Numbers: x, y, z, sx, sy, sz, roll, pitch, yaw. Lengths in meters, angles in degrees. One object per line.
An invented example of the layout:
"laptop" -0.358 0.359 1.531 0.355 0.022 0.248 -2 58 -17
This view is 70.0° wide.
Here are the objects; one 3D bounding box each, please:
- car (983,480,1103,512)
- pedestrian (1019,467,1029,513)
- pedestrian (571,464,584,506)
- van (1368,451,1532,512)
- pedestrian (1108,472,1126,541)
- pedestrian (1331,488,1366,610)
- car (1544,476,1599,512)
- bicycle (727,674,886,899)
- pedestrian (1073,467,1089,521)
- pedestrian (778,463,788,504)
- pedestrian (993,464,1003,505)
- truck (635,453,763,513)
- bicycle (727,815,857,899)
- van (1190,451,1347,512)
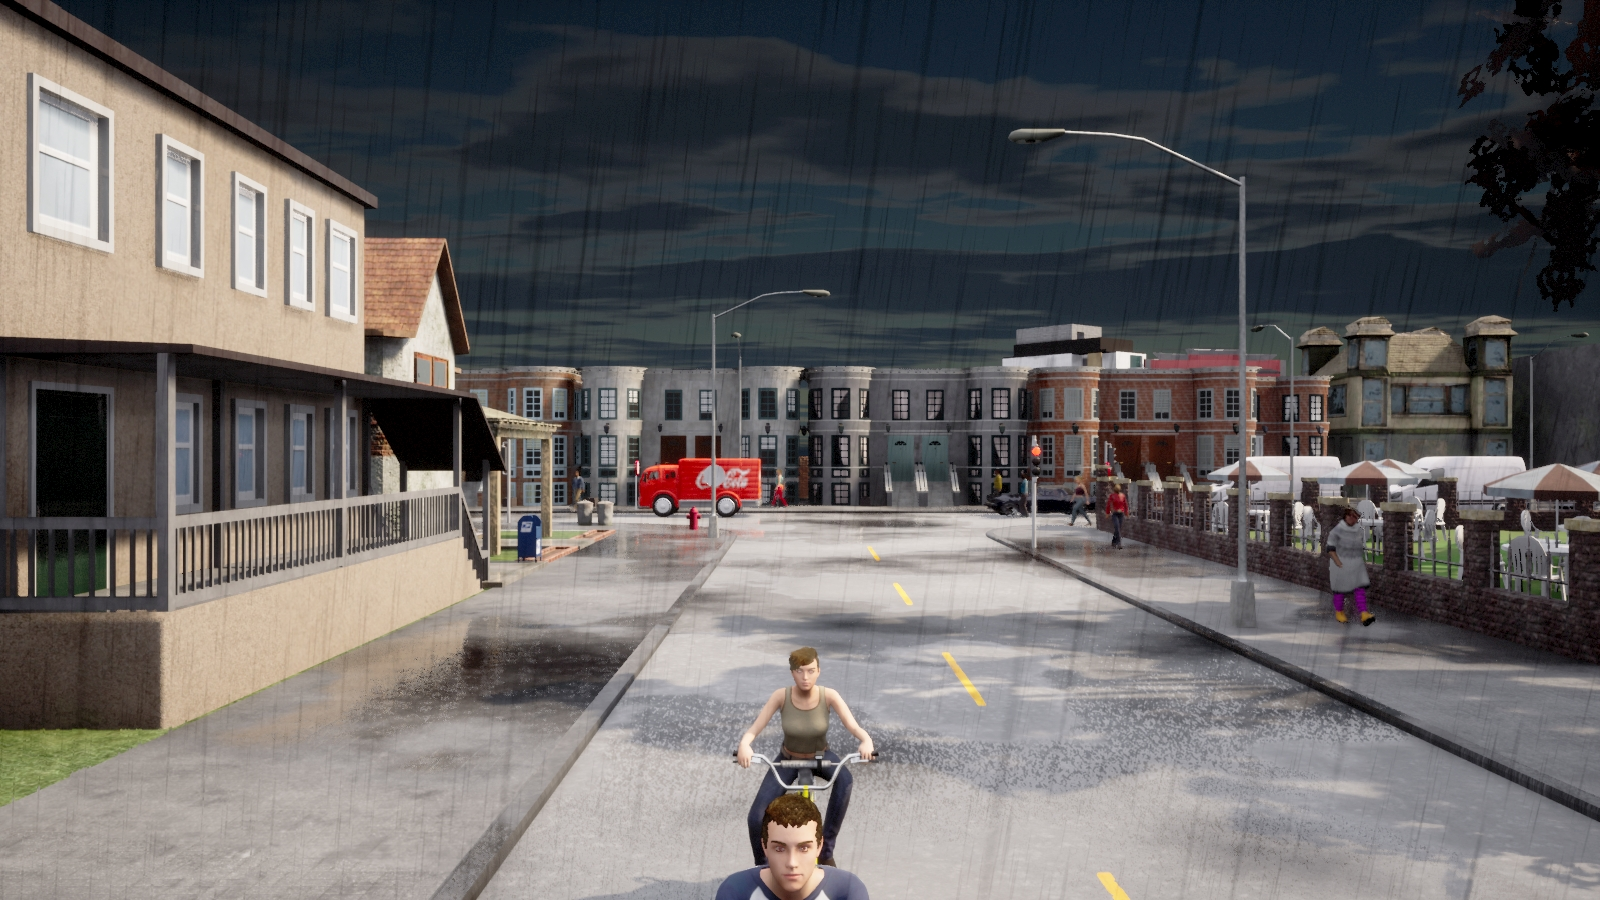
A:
"car" 10.336 1.955 48.849 4.718 1.301 1.895 0 0 -1
"pedestrian" 9.173 1.648 46.838 0.375 1.860 0.375 0 0 5
"pedestrian" -9.912 1.568 50.895 0.375 1.860 0.375 0 0 36
"van" 27.747 1.335 48.890 5.915 2.561 1.988 0 0 0
"pedestrian" 8.631 1.529 31.136 0.375 1.860 0.375 0 0 1
"pedestrian" 8.509 1.531 17.731 0.375 1.860 0.375 0 0 2
"car" 34.993 1.861 48.884 4.892 1.480 2.231 0 0 0
"bicycle" 0.033 2.040 6.906 0.859 1.080 1.487 0 0 0
"pedestrian" 9.840 1.534 40.031 0.375 1.860 0.375 0 0 -20
"pedestrian" -0.779 1.547 53.052 0.375 1.860 0.375 0 0 13
"pedestrian" 8.881 1.545 51.214 0.375 1.860 0.375 0 0 18
"truck" -4.251 1.364 48.833 5.204 2.467 2.627 0 0 1
"bicycle" -0.022 1.938 3.212 0.373 1.296 1.643 0 0 0
"van" 19.977 1.334 48.880 5.915 2.561 1.988 0 0 0
